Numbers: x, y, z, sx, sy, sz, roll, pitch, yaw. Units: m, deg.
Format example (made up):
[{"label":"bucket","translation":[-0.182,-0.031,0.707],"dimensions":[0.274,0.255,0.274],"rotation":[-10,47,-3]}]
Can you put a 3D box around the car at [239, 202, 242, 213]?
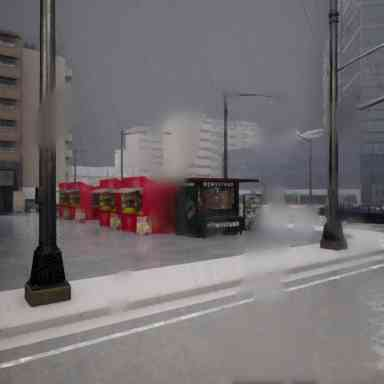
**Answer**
[{"label":"car","translation":[2.993,1.722,35.836],"dimensions":[1.882,1.535,5.008],"rotation":[0,-1,-36]}]

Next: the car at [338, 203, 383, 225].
[{"label":"car","translation":[12.556,1.608,22.619],"dimensions":[2.033,1.411,5.357],"rotation":[0,0,-36]}]

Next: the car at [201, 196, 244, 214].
[{"label":"car","translation":[3.632,1.522,40.905],"dimensions":[2.150,2.045,5.566],"rotation":[0,-1,-37]}]

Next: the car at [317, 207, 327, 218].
[{"label":"car","translation":[13.183,1.644,27.749],"dimensions":[2.033,1.411,5.357],"rotation":[0,-1,-36]}]
